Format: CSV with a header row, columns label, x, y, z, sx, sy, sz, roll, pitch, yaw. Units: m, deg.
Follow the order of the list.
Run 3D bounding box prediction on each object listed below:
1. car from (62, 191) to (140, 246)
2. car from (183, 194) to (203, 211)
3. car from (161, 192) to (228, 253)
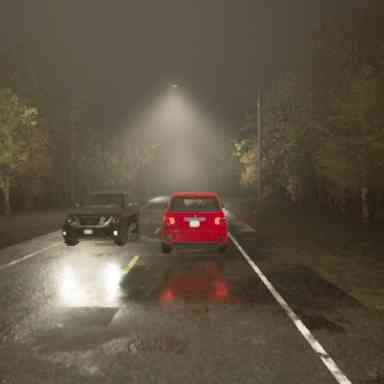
label,x,y,z,sx,sy,sz,roll,pitch,yaw
car,-3.611,0.978,14.322,2.150,2.045,5.566,0,1,0
car,0.077,0.978,32.451,1.812,1.442,4.674,0,1,0
car,0.086,1.006,12.688,2.150,2.045,5.566,0,1,0
